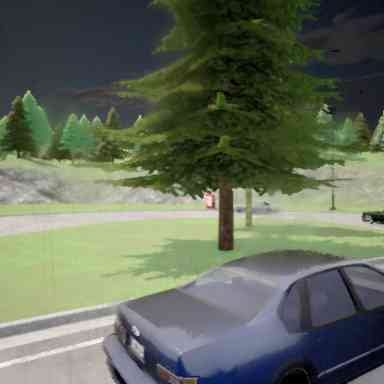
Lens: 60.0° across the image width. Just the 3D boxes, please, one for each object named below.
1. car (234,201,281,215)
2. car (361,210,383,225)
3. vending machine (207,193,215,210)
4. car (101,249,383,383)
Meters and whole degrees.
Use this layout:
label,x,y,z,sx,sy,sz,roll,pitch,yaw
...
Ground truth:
label,x,y,z,sx,sy,sz,roll,pitch,yaw
car,6.431,1.592,33.372,4.718,1.301,1.895,0,0,17
car,13.260,1.605,21.535,1.895,1.301,4.718,0,0,-12
vending machine,2.323,1.178,41.280,0.880,2.100,1.100,0,0,-1
car,1.592,1.546,4.550,5.357,1.411,2.033,0,0,-32
